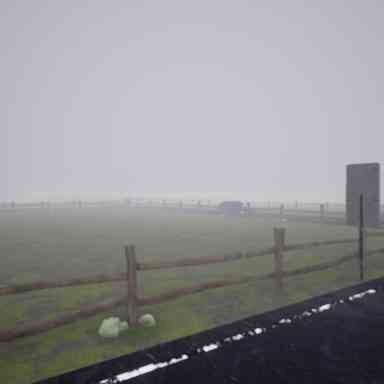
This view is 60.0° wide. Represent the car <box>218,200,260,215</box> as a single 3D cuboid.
[{"bbox_3d":[4.837,1.629,34.737,1.882,1.535,5.008,0,0,-35],"label":"car"}]

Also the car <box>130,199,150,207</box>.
[{"bbox_3d":[-8.500,1.839,53.585,1.895,1.301,4.718,0,0,-35],"label":"car"}]
